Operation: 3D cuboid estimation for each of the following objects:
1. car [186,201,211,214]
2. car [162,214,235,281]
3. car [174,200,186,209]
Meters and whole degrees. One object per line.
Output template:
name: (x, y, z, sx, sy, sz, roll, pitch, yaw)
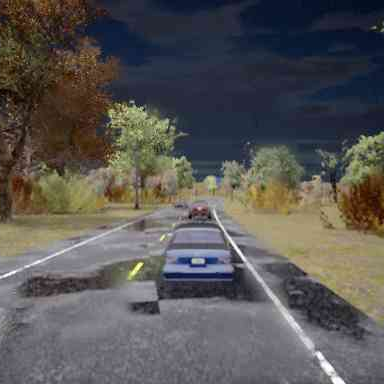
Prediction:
car: (0.813, 1.646, 32.992, 2.097, 1.767, 4.553, 0, -1, 2)
car: (0.183, 1.641, 10.085, 2.033, 1.411, 5.357, 0, 0, 1)
car: (-1.731, 2.028, 53.671, 1.994, 1.385, 4.181, 0, -1, 5)
